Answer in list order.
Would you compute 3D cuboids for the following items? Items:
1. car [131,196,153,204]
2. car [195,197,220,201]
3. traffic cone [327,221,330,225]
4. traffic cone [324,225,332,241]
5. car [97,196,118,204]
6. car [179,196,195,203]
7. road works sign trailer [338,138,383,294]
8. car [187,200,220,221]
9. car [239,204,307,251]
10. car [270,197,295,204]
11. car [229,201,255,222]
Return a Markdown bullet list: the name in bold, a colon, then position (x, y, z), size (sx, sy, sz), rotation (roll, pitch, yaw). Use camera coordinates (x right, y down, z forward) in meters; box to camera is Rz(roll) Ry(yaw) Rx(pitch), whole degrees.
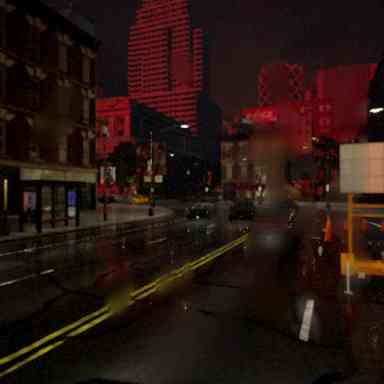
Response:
- **car**: position (-9.826, 1.504, 65.241), size (5.008, 1.535, 1.882), rotation (0, 0, 41)
- **car**: position (3.370, 1.605, 66.724), size (1.895, 1.301, 4.718), rotation (0, 0, -38)
- **traffic cone**: position (7.013, 1.951, 17.129), size (0.340, 0.580, 0.340), rotation (0, 0, 23)
- **traffic cone**: position (6.243, 1.951, 15.283), size (0.340, 0.580, 0.340), rotation (0, 0, 23)
- **car**: position (-16.828, 1.595, 66.199), size (4.892, 1.490, 1.837), rotation (0, 0, 32)
- **car**: position (-0.688, 1.536, 70.770), size (4.674, 1.452, 2.002), rotation (0, 0, 42)
- **road works sign trailer**: position (4.917, 0.460, 8.251), size (2.380, 3.560, 2.880), rotation (0, 0, 23)
- **car**: position (0.964, 1.606, 27.335), size (1.895, 1.301, 4.718), rotation (0, 0, 14)
- **car**: position (3.781, 1.490, 14.351), size (2.128, 1.511, 4.902), rotation (0, 0, 23)
- **car**: position (8.811, 1.500, 31.538), size (1.837, 1.490, 4.892), rotation (1, 0, 6)
- **car**: position (4.078, 1.478, 25.929), size (1.882, 1.535, 5.008), rotation (0, 0, 14)
